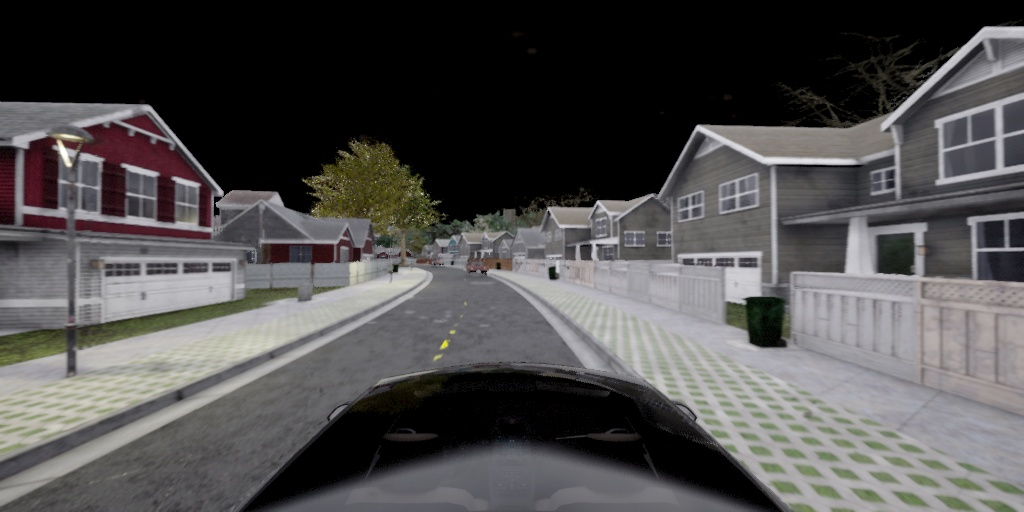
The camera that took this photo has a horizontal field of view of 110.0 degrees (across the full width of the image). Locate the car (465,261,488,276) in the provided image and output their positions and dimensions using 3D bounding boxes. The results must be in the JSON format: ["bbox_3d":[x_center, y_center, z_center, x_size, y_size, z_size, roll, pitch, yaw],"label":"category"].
[{"bbox_3d":[-3.562,1.182,35.639,1.895,1.301,4.718,0,0,-11],"label":"car"}]
